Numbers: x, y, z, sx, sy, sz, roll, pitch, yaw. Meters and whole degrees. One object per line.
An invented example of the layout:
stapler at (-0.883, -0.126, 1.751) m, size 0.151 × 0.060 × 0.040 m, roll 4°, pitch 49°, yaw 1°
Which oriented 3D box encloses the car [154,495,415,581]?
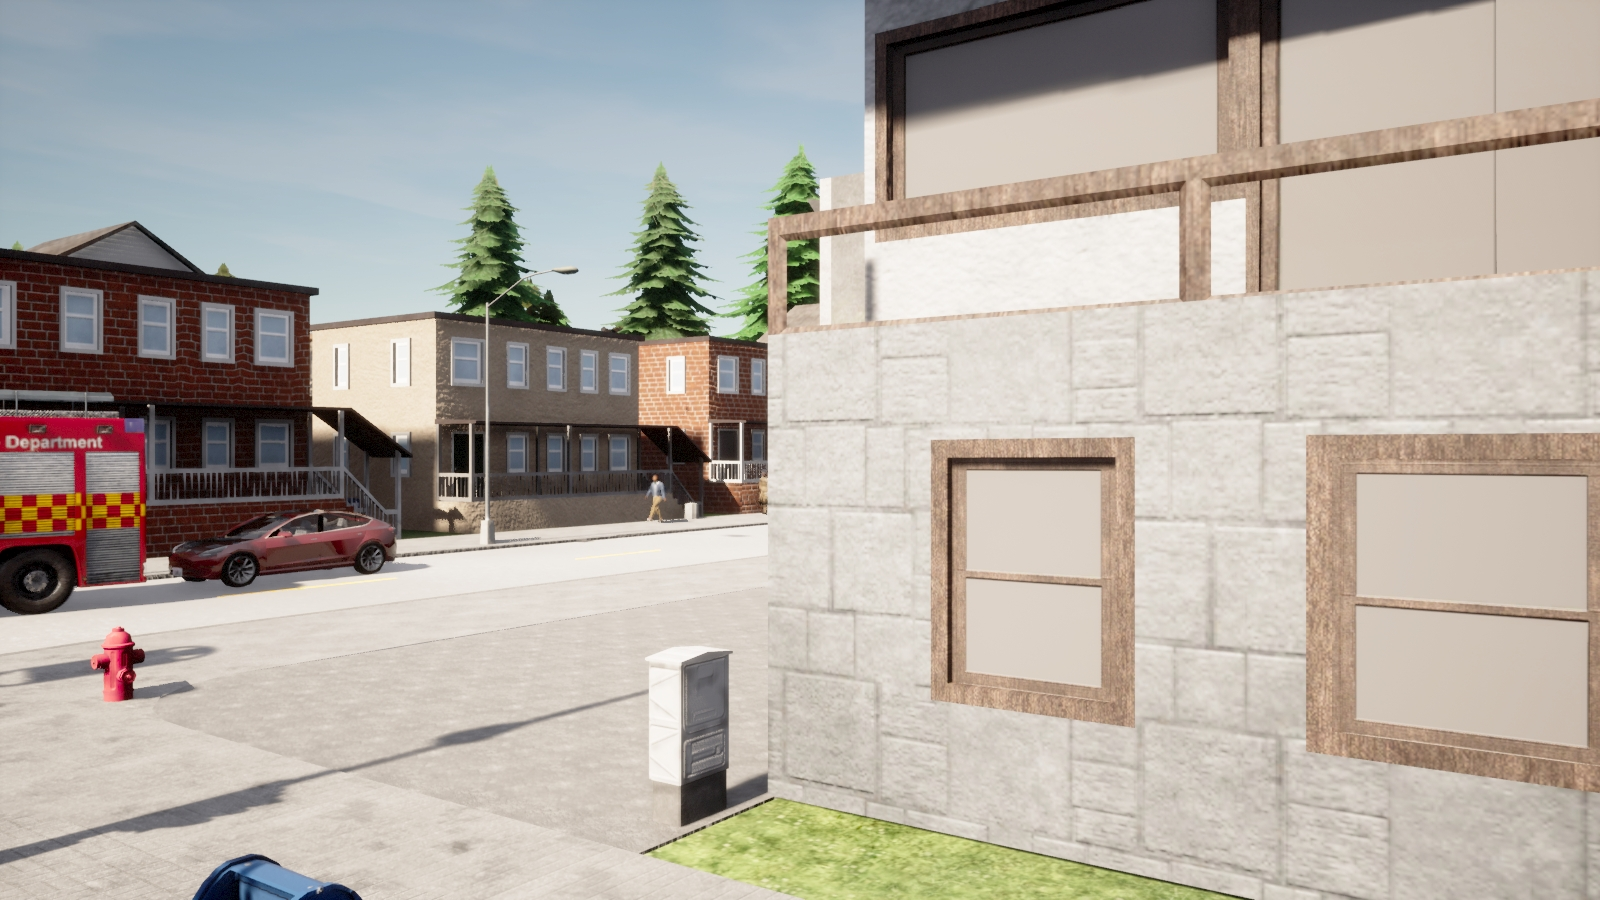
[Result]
car at (-11.195, 1.843, 25.139) m, size 2.163 × 1.488 × 4.792 m, roll 0°, pitch 0°, yaw 35°

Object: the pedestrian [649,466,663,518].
pedestrian at (-5.244, 1.524, 41.620) m, size 0.375 × 1.860 × 0.375 m, roll 0°, pitch 0°, yaw 35°

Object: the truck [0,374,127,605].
truck at (-15.909, 0.669, 18.178) m, size 2.891 × 3.827 × 8.468 m, roll 0°, pitch 0°, yaw 43°

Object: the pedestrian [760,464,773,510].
pedestrian at (-1.376, 1.524, 46.964) m, size 0.375 × 1.860 × 0.375 m, roll 0°, pitch 0°, yaw 32°
